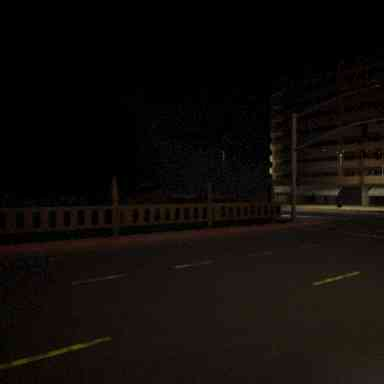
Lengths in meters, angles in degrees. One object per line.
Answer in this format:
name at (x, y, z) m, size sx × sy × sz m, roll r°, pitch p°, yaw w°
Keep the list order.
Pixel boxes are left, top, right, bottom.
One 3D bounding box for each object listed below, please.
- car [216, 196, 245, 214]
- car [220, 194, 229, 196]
car at (5.058, 1.542, 35.926) m, size 2.128 × 1.511 × 4.902 m, roll 0°, pitch 1°, yaw -44°
car at (8.547, 1.419, 90.734) m, size 2.097 × 1.767 × 4.553 m, roll 0°, pitch 0°, yaw 40°
